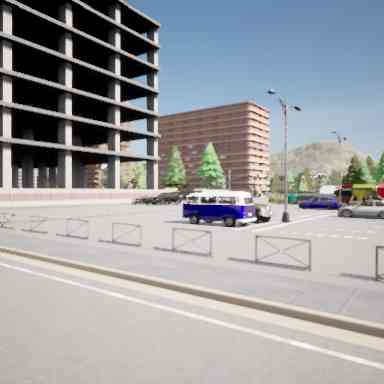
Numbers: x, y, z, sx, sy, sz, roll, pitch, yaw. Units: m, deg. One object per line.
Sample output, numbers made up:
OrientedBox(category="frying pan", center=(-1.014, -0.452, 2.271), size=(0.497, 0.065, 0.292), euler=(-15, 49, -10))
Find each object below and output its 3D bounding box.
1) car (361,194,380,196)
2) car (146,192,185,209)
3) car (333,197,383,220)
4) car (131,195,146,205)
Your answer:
OrientedBox(category="car", center=(16.595, 1.133, 30.246), size=(4.605, 1.855, 1.932), euler=(0, 0, 36))
OrientedBox(category="car", center=(-3.954, 1.015, 51.180), size=(2.150, 2.045, 5.566), euler=(0, 0, 36))
OrientedBox(category="car", center=(13.379, 1.376, 25.688), size=(3.806, 1.475, 1.970), euler=(0, 0, 36))
OrientedBox(category="car", center=(-7.407, 1.271, 52.363), size=(2.128, 1.511, 4.902), euler=(0, 0, 35))
